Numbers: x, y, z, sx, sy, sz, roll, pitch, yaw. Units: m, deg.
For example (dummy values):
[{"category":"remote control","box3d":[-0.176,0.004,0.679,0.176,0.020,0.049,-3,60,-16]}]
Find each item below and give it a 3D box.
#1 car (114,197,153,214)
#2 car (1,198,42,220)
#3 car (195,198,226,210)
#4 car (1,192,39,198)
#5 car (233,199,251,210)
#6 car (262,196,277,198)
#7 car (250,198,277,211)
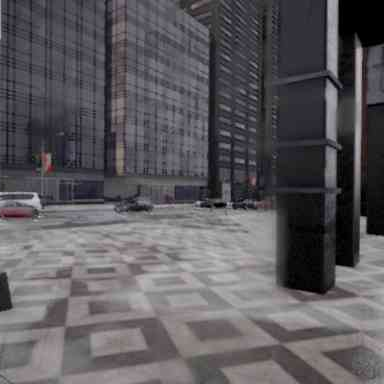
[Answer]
[{"category":"car","box3d":[-6.029,1.510,35.008,1.812,1.442,4.674,1,0,36]},{"category":"car","box3d":[-13.584,1.373,24.533,1.994,1.385,4.181,1,0,35]},{"category":"car","box3d":[3.063,1.671,47.563,1.882,1.535,5.008,1,0,36]},{"category":"car","box3d":[-15.393,1.014,27.589,2.150,2.045,5.566,1,0,36]},{"category":"car","box3d":[7.727,1.782,48.270,1.837,1.490,4.892,1,0,36]},{"category":"car","box3d":[13.638,1.635,56.533,2.150,2.045,5.566,1,0,36]},{"category":"car","box3d":[10.380,1.915,46.395,1.895,1.301,4.718,1,0,36]}]
